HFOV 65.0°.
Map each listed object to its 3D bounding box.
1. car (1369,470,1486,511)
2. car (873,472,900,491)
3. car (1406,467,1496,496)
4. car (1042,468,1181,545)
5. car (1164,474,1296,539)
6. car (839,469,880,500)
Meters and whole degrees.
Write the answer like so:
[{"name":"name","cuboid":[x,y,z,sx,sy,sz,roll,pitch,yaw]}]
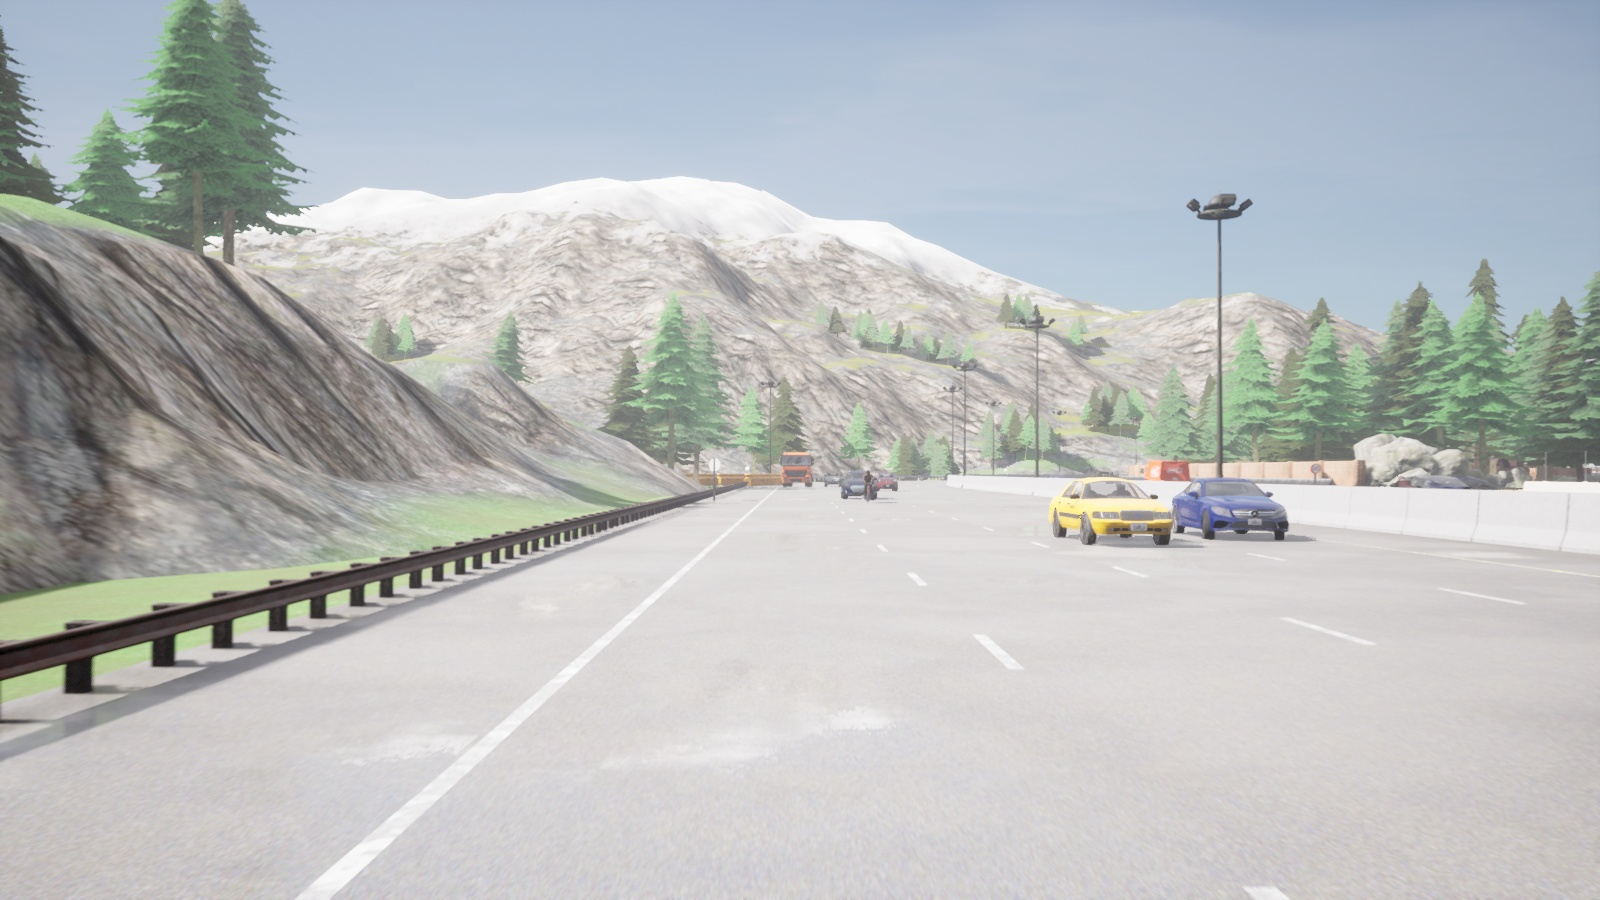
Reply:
[{"name":"car","cuboid":[24.381,1.537,49.014,2.163,1.488,4.792,0,-1,0]},{"name":"car","cuboid":[6.763,2.447,98.296,1.845,1.501,3.633,0,-1,0]},{"name":"car","cuboid":[38.697,1.871,74.728,4.181,1.385,1.994,-4,-1,0]},{"name":"car","cuboid":[6.931,1.203,28.511,1.801,1.575,5.366,0,-1,0]},{"name":"car","cuboid":[10.350,1.311,30.580,1.812,1.442,4.674,0,-1,3]},{"name":"car","cuboid":[3.328,1.921,71.131,2.033,1.649,4.856,0,-1,0]}]
